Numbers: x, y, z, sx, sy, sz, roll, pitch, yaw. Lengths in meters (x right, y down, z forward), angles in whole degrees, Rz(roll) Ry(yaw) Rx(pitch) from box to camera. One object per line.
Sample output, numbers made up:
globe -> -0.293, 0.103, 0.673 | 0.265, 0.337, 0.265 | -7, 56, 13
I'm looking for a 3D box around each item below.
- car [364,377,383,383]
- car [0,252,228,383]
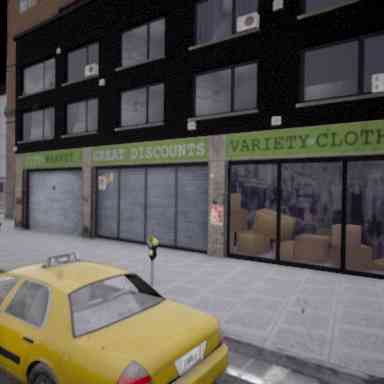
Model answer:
car -> 2.794, 1.565, 1.096 | 4.403, 1.369, 2.008 | 1, 1, 36
car -> -1.891, 1.493, 4.439 | 4.829, 1.417, 1.752 | 1, 1, 36
